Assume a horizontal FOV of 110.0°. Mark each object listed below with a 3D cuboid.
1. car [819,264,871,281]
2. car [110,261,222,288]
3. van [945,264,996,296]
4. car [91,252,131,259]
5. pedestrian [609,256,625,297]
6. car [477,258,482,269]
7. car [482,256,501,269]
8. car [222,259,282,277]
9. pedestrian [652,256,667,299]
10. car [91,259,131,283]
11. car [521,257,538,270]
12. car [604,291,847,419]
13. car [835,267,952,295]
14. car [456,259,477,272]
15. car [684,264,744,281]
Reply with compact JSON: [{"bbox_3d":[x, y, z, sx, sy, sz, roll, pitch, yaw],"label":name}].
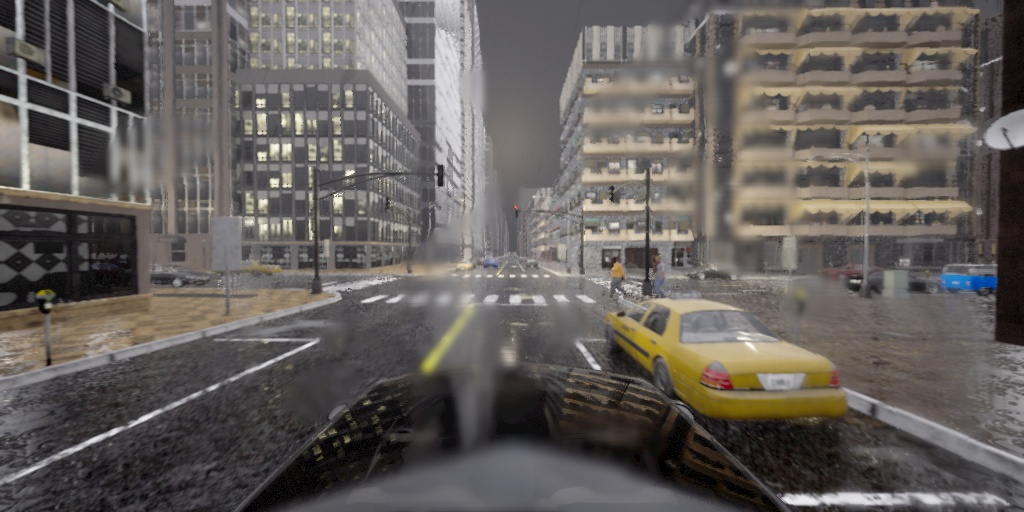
[{"bbox_3d":[27.372,1.363,28.862,4.507,1.381,1.888,0,0,1],"label":"car"},{"bbox_3d":[-20.288,1.133,21.177,4.403,1.370,2.007,0,0,1],"label":"car"},{"bbox_3d":[27.247,1.328,20.484,3.998,1.789,1.690,0,0,1],"label":"van"},{"bbox_3d":[-33.616,0.612,29.713,5.009,1.841,2.192,0,0,1],"label":"car"},{"bbox_3d":[4.508,0.856,15.393,0.375,1.860,0.375,-1,1,0],"label":"pedestrian"},{"bbox_3d":[-5.695,1.134,49.484,1.948,1.339,4.313,0,0,0],"label":"car"},{"bbox_3d":[-3.065,1.036,52.232,1.882,1.535,5.008,0,0,0],"label":"car"},{"bbox_3d":[-21.669,0.929,29.510,4.829,1.417,1.751,0,0,1],"label":"car"},{"bbox_3d":[5.927,0.844,14.193,0.375,1.860,0.375,-1,1,0],"label":"pedestrian"},{"bbox_3d":[-27.362,1.070,23.824,4.718,1.301,1.895,1,1,1],"label":"car"},{"bbox_3d":[2.686,1.119,49.485,2.007,1.370,4.403,0,0,0],"label":"car"},{"bbox_3d":[2.819,1.259,6.046,1.751,1.417,4.829,0,0,0],"label":"car"},{"bbox_3d":[21.715,1.507,20.561,4.313,1.339,1.948,0,0,1],"label":"car"},{"bbox_3d":[-5.694,1.115,43.660,1.751,1.417,4.829,0,0,0],"label":"car"},{"bbox_3d":[16.307,1.277,29.016,4.403,1.370,2.007,0,0,1],"label":"car"}]
